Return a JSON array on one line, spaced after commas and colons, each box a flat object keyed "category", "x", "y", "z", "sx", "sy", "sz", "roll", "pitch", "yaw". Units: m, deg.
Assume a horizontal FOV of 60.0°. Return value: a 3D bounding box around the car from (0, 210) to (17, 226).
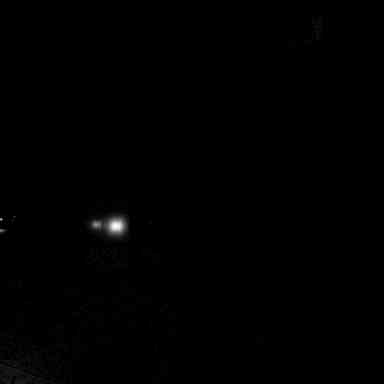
[{"category": "car", "x": -10.088, "y": 1.407, "z": 22.079, "sx": 1.837, "sy": 1.490, "sz": 4.892, "roll": -1, "pitch": 0, "yaw": 35}]
